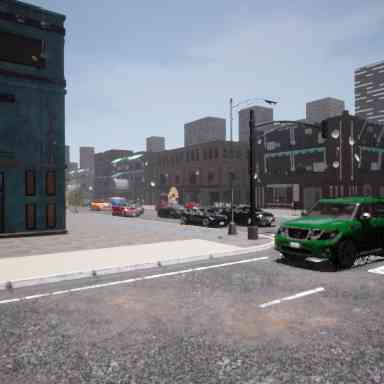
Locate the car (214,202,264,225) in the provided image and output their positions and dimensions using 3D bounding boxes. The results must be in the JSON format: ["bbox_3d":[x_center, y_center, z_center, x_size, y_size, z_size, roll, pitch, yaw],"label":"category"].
[{"bbox_3d":[4.006,1.705,24.788,1.837,1.490,4.892,-1,0,-34],"label":"car"}]

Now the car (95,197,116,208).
[{"bbox_3d":[-16.451,1.939,63.431,2.192,1.841,5.009,-1,0,-36],"label":"car"}]

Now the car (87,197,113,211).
[{"bbox_3d":[-13.365,1.891,49.249,2.097,1.767,4.553,-1,0,-35],"label":"car"}]

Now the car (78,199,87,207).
[{"bbox_3d":[-21.309,2.191,65.805,2.128,1.511,4.902,-1,0,-36],"label":"car"}]

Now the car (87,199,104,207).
[{"bbox_3d":[-19.663,2.227,67.936,1.887,1.381,4.507,-1,0,-36],"label":"car"}]

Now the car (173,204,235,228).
[{"bbox_3d":[0.785,1.814,24.674,1.947,1.339,4.313,-2,0,-36],"label":"car"}]

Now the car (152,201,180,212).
[{"bbox_3d":[-3.577,1.965,45.414,1.802,1.307,4.206,-2,0,-36],"label":"car"}]

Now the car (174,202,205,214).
[{"bbox_3d":[-0.362,1.903,40.910,1.802,1.307,4.206,-2,0,-36],"label":"car"}]

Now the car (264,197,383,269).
[{"bbox_3d":[5.301,1.220,11.484,5.566,2.045,2.150,0,0,-36],"label":"car"}]

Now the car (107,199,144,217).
[{"bbox_3d":[-7.183,1.846,36.037,1.967,1.590,4.097,-1,0,-36],"label":"car"}]

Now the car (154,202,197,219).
[{"bbox_3d":[-1.770,1.879,32.950,1.994,1.385,4.181,-1,0,-35],"label":"car"}]

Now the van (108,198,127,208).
[{"bbox_3d":[-13.234,1.906,58.927,1.690,1.788,3.998,-1,0,-36],"label":"van"}]
